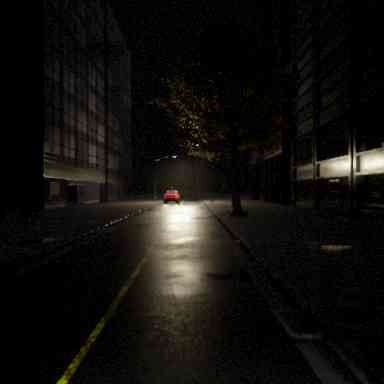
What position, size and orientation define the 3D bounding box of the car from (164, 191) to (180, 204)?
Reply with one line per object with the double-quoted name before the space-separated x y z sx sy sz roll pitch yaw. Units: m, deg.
"car" -3.130 0.818 52.050 2.150 2.045 5.566 0 0 0
